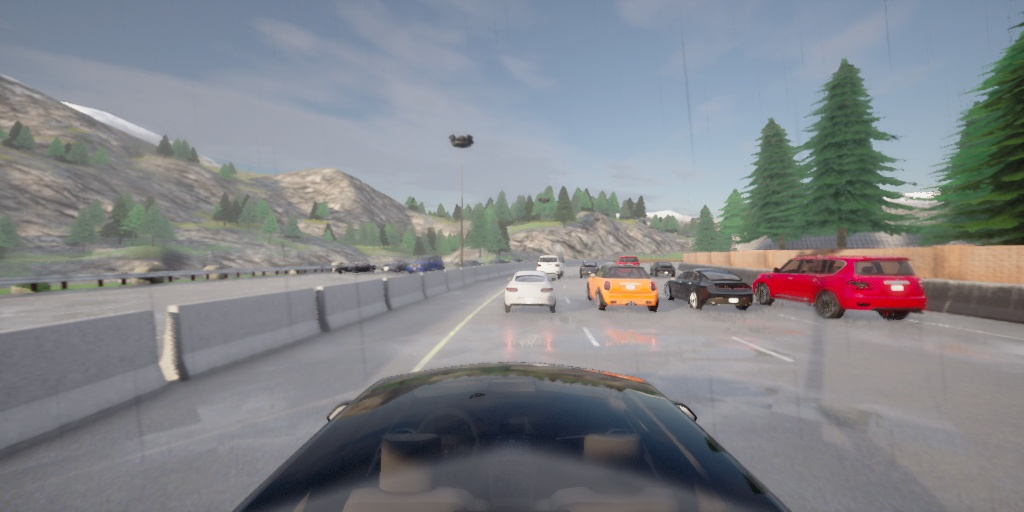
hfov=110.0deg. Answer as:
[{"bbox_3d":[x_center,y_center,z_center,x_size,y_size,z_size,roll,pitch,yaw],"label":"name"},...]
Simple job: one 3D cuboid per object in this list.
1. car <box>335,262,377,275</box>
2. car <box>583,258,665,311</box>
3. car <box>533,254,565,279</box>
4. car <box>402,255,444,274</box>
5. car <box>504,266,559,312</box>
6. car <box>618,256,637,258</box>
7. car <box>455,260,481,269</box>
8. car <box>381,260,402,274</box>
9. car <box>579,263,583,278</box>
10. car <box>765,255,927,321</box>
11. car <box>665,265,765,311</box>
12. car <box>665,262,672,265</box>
[{"bbox_3d":[-16.837,1.309,38.892,1.895,1.301,4.718,0,0,13],"label":"car"},{"bbox_3d":[4.332,1.115,14.667,2.097,1.767,4.553,0,0,5],"label":"car"},{"bbox_3d":[3.676,0.984,33.593,2.150,2.045,5.566,0,0,12],"label":"car"},{"bbox_3d":[-9.461,0.947,39.797,2.150,2.045,5.566,0,0,14],"label":"car"},{"bbox_3d":[0.763,1.279,14.158,1.812,1.442,4.674,0,0,5],"label":"car"},{"bbox_3d":[11.103,1.004,34.697,2.150,2.045,5.566,0,0,13],"label":"car"},{"bbox_3d":[-5.120,1.246,42.602,1.837,1.490,4.892,0,0,15],"label":"car"},{"bbox_3d":[-12.836,1.212,40.545,2.128,1.511,4.902,0,0,14],"label":"car"},{"bbox_3d":[7.536,1.264,34.672,2.128,1.511,4.902,0,0,13],"label":"car"},{"bbox_3d":[11.147,1.002,12.847,2.150,2.045,5.566,0,0,5],"label":"car"},{"bbox_3d":[7.834,1.277,14.728,1.837,1.490,4.892,0,0,5],"label":"car"},{"bbox_3d":[15.025,1.298,35.906,1.837,1.490,4.892,0,0,14],"label":"car"}]
